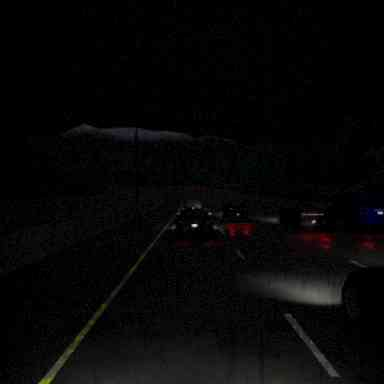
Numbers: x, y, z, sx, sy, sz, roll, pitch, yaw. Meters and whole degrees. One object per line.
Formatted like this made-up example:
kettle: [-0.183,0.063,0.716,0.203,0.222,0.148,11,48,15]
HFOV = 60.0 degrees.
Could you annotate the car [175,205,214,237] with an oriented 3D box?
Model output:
car: [0.126,1.615,18.273,1.994,1.385,4.181,0,0,0]

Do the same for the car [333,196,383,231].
car: [10.630,1.281,21.439,2.150,2.045,5.566,0,0,0]

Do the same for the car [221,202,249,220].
car: [3.640,1.571,28.577,2.128,1.511,4.902,0,0,0]

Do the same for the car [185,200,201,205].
car: [0.155,1.625,39.643,1.812,1.442,4.674,0,0,0]

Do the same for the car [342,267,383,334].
car: [3.606,1.538,4.073,1.812,1.442,4.674,0,0,0]

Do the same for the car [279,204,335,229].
car: [7.131,1.552,21.885,2.128,1.511,4.902,0,0,0]
